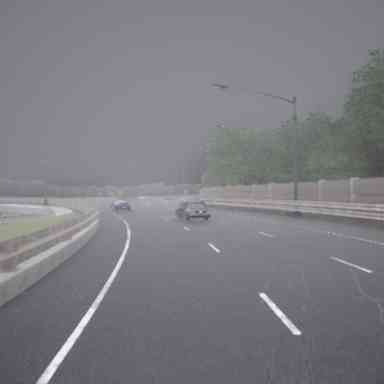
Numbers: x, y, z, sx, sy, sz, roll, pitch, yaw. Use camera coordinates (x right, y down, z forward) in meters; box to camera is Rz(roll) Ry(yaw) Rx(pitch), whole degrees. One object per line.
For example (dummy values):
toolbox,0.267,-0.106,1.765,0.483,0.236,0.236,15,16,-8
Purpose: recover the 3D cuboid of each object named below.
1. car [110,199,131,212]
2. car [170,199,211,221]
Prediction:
car,-8.948,1.641,41.587,1.812,1.442,4.674,0,0,-24
car,-0.024,1.553,27.249,2.033,1.411,5.357,-1,0,-16
